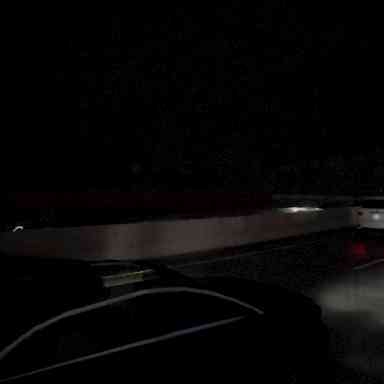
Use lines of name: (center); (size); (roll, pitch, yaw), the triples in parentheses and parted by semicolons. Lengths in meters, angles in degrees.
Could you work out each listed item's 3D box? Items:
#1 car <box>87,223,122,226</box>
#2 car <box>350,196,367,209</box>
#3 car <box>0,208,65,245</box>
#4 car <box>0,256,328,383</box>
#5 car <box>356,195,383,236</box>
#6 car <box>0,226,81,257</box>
car: (-5.111, 1.348, 13.408); (4.553, 1.767, 2.097); (0, 0, -37)
car: (22.332, 1.419, 44.501); (1.882, 1.535, 5.008); (0, 0, 29)
car: (-8.782, 1.546, 14.954); (5.357, 1.411, 2.033); (0, 0, -36)
car: (-0.566, 1.490, 3.379); (4.902, 1.511, 2.128); (0, 0, -36)
car: (10.388, 1.196, 17.103); (5.566, 2.045, 2.150); (0, 0, -44)
car: (-3.795, 1.526, 5.349); (4.674, 1.442, 1.812); (0, 0, -36)
